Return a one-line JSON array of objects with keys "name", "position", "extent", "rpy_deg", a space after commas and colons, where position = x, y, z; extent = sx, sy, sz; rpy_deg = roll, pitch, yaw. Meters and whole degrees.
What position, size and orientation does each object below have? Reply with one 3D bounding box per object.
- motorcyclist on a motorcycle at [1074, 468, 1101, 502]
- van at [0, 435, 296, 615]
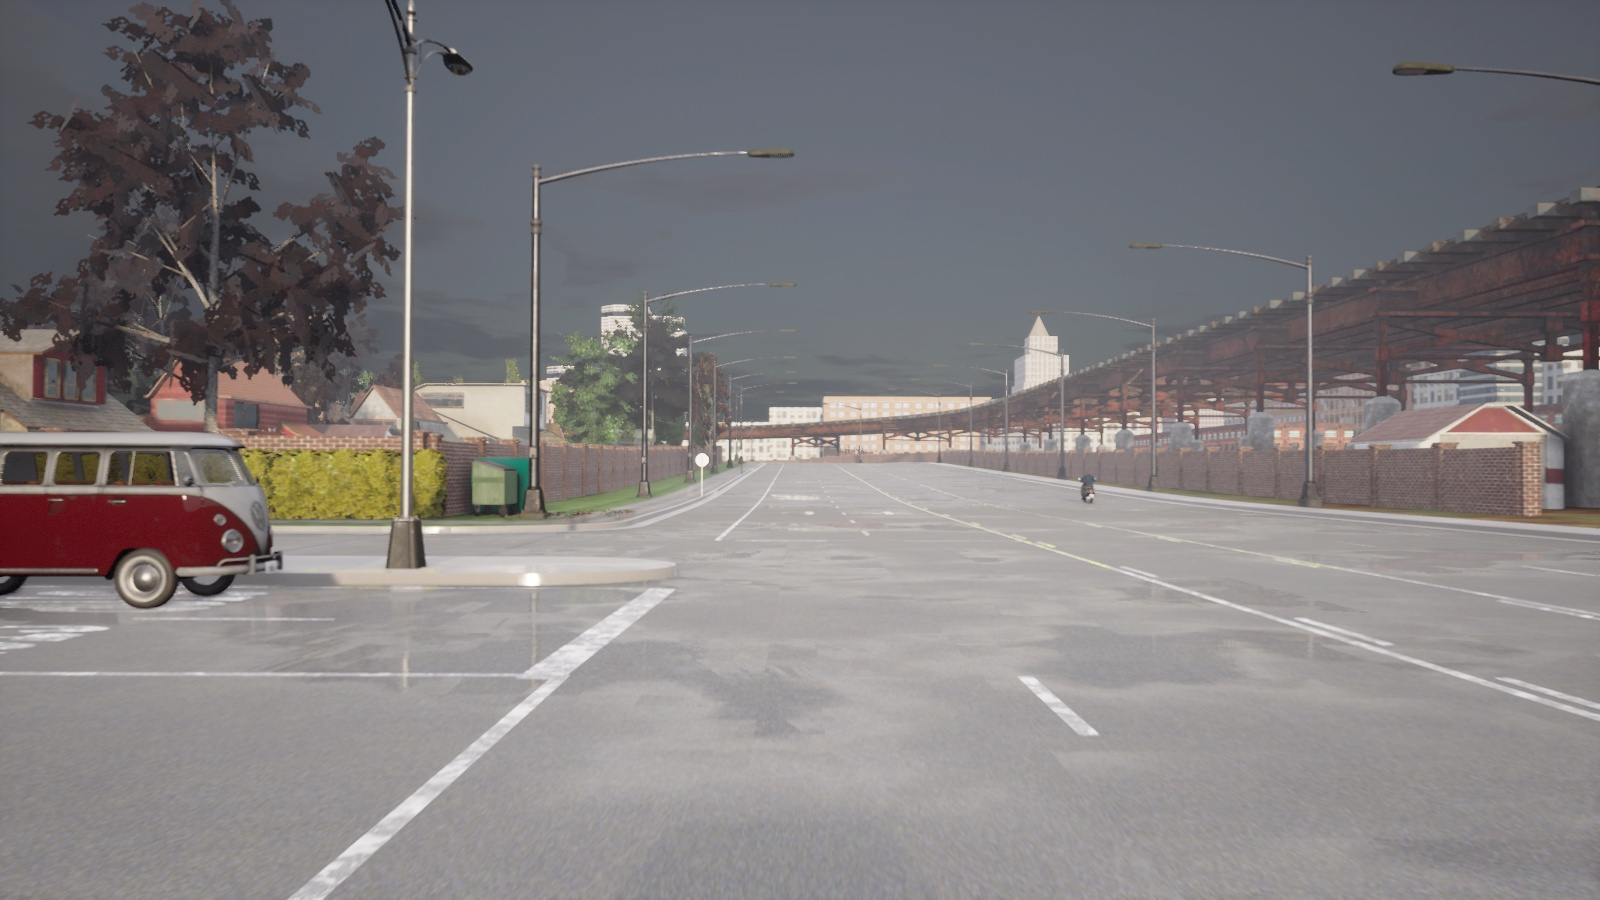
[{"name": "motorcyclist on a motorcycle", "position": [13.826, 1.656, 60.456], "extent": [0.866, 1.590, 1.817], "rpy_deg": [0, 0, 0]}, {"name": "van", "position": [-8.513, 0.849, 14.782], "extent": [4.442, 1.987, 1.775], "rpy_deg": [0, -1, 0]}]
